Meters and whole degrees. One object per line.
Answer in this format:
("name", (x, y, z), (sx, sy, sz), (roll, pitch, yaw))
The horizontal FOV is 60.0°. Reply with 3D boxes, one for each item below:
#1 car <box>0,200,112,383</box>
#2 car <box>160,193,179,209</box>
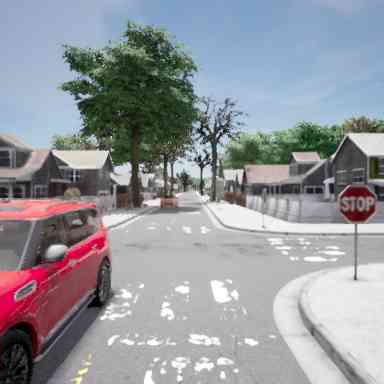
("car", (-2.740, 1.196, 4.847), (2.150, 2.045, 5.566), (0, 0, 0))
("car", (-2.666, 1.059, 39.851), (2.097, 1.767, 4.553), (0, 0, 0))
